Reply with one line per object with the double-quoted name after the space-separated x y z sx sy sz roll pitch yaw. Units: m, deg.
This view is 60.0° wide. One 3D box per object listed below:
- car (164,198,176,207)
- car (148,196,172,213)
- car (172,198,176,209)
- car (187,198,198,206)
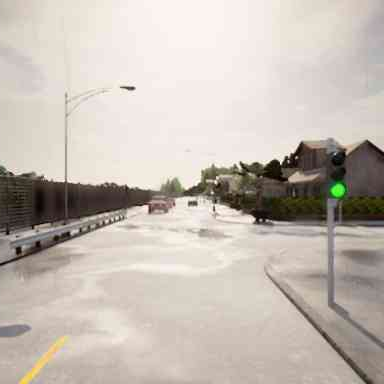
-4.015 1.960 62.184 1.837 1.490 4.892 0 0 1 "car"
-4.062 1.523 41.063 2.150 2.045 5.566 0 0 0 "car"
-4.055 1.726 50.902 2.097 1.767 4.553 0 0 0 "car"
0.140 1.961 63.982 2.128 1.511 4.902 0 0 0 "car"
